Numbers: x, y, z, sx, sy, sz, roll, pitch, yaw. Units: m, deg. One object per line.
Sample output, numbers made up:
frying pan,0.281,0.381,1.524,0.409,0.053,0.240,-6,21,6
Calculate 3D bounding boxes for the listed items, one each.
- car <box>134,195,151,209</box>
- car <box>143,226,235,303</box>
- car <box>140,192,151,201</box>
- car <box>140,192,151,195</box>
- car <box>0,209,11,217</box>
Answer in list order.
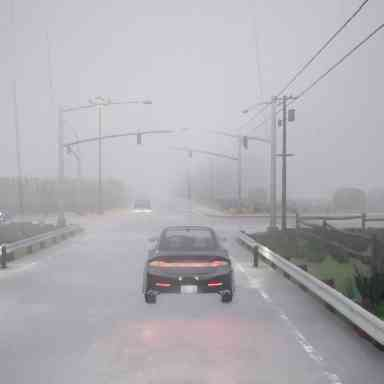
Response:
car,-6.360,1.470,42.916,1.994,1.385,4.181,0,1,-7
car,-0.098,1.613,8.444,2.128,1.511,4.902,0,-2,-1
car,-9.178,0.855,65.546,2.097,1.767,4.553,0,1,-7
car,-7.605,1.254,52.876,1.812,1.442,4.674,0,1,-7
car,-16.410,1.566,25.542,4.553,1.767,2.097,0,1,-7
